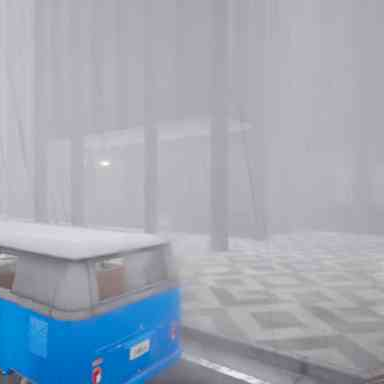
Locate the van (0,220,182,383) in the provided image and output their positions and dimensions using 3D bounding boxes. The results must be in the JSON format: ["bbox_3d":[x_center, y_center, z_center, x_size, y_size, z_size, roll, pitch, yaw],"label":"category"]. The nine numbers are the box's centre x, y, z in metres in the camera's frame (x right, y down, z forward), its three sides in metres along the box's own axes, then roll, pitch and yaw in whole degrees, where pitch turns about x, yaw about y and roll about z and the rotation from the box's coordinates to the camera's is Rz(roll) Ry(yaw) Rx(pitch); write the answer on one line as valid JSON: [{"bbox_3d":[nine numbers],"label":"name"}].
[{"bbox_3d":[-2.030,1.339,4.415,3.998,1.788,1.690,0,0,35],"label":"van"}]

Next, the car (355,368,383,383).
[{"bbox_3d":[2.559,1.441,1.142,4.097,1.590,1.967,0,0,35],"label":"car"}]
